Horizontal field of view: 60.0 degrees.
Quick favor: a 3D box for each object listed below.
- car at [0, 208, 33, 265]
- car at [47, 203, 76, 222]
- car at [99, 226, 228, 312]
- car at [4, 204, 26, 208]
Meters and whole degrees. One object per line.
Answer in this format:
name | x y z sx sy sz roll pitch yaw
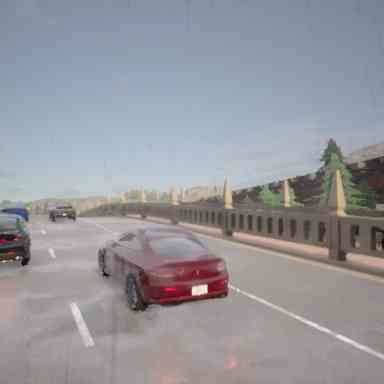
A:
car | -6.541 1.523 11.289 1.837 1.490 4.892 0 0 -26
car | -11.092 1.670 28.286 2.128 1.511 4.902 0 -2 -26
car | -0.898 1.527 7.808 1.812 1.442 4.674 0 0 -26
car | -14.526 1.690 27.331 1.882 1.535 5.008 0 -2 -26
